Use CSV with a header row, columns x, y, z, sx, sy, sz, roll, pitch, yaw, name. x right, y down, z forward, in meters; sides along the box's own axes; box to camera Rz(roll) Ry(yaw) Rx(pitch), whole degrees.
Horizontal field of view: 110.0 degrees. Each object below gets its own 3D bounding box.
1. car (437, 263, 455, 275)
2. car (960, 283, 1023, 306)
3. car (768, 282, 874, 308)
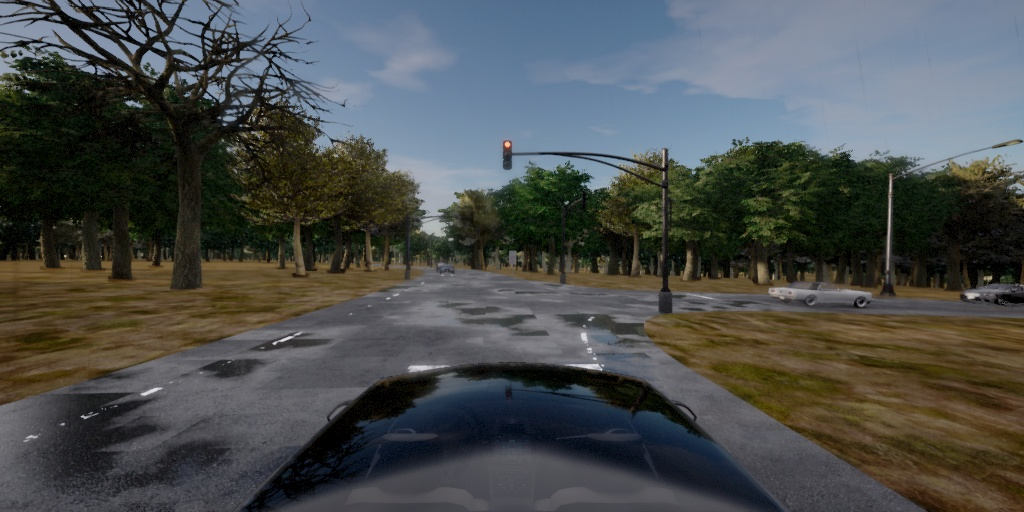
x,y,z,sx,sy,sz,roll,pitch,yaw,name
-8.694,1.754,48.060,1.994,1.385,4.181,0,-1,-12,car
34.123,2.672,24.848,4.902,1.511,2.128,2,0,-3,car
17.436,2.148,20.296,4.718,1.301,1.895,2,0,-3,car
